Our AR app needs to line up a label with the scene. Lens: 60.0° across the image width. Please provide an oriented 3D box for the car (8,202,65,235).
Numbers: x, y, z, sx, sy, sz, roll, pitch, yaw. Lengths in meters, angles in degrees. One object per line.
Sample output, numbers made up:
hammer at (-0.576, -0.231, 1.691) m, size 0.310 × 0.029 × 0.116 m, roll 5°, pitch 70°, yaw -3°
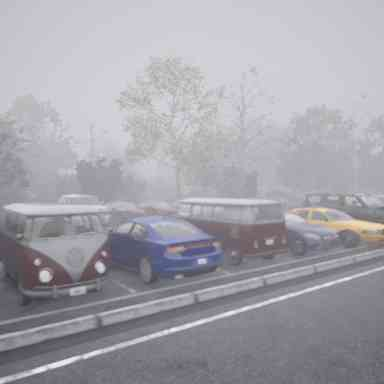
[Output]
car at (-9.415, 1.471, 19.928) m, size 2.231 × 1.521 × 4.892 m, roll -1°, pitch 0°, yaw -36°

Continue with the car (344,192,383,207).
car at (22.175, 0.863, 42.546) m, size 2.185 × 1.767 × 4.553 m, roll -1°, pitch 0°, yaw -36°

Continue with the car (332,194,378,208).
car at (19.939, 1.062, 40.906) m, size 2.002 × 1.452 × 4.674 m, roll -1°, pitch 0°, yaw -36°

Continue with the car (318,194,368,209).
car at (17.682, 1.056, 39.290) m, size 2.097 × 1.535 × 5.008 m, roll -1°, pitch 0°, yaw -36°

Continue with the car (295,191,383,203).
car at (7.939, 1.068, 16.225) m, size 2.435 × 2.045 × 5.566 m, roll -1°, pitch 0°, yaw -36°

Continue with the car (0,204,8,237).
car at (-11.676, 1.502, 18.314) m, size 2.097 × 1.535 × 5.008 m, roll -1°, pitch 0°, yaw -36°

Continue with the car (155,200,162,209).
car at (-2.648, 1.366, 24.777) m, size 2.097 × 1.535 × 5.008 m, roll -1°, pitch 1°, yaw -36°

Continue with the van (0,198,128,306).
van at (-3.416, 1.267, 8.003) m, size 1.878 × 1.987 × 4.442 m, roll -1°, pitch 1°, yaw -36°

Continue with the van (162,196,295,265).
van at (1.013, 1.198, 11.454) m, size 1.878 × 1.987 × 4.442 m, roll -1°, pitch 0°, yaw -36°

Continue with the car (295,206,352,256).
car at (3.362, 1.429, 12.993) m, size 2.002 × 1.452 × 4.674 m, roll -1°, pitch 1°, yaw -36°

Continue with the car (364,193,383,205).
car at (26.715, 0.923, 45.743) m, size 2.231 × 1.521 × 4.892 m, roll -1°, pitch 0°, yaw -36°

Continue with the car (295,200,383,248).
car at (5.752, 1.351, 14.469) m, size 1.946 × 1.575 × 5.366 m, roll -1°, pitch 1°, yaw -36°

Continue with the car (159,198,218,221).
car at (-0.390, 1.333, 26.392) m, size 2.231 × 1.521 × 4.892 m, roll -1°, pitch 1°, yaw -36°

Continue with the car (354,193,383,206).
car at (24.450, 0.955, 44.140) m, size 2.097 × 1.535 × 5.008 m, roll -1°, pitch 0°, yaw -36°

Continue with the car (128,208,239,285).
car at (-1.195, 1.459, 9.727) m, size 2.097 × 1.535 × 5.008 m, roll -1°, pitch 1°, yaw -36°

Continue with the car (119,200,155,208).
car at (-4.906, 1.401, 23.163) m, size 2.097 × 1.535 × 5.008 m, roll -1°, pitch 1°, yaw -36°

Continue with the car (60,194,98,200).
car at (-7.147, 1.184, 21.520) m, size 2.435 × 2.045 × 5.566 m, roll -1°, pitch 1°, yaw -36°

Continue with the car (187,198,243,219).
car at (1.855, 1.327, 28.024) m, size 2.163 × 1.488 × 4.792 m, roll -1°, pitch 1°, yaw -36°

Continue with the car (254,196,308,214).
car at (8.663, 1.223, 32.817) m, size 2.163 × 1.488 × 4.792 m, roll -1°, pitch 1°, yaw -36°

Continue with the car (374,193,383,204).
car at (28.952, 0.919, 47.385) m, size 2.163 × 1.488 × 4.792 m, roll -1°, pitch 0°, yaw -36°

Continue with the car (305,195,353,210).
car at (15.421, 1.130, 37.678) m, size 2.002 × 1.452 × 4.674 m, roll -1°, pitch 1°, yaw -36°

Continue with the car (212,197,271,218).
car at (4.237, 1.259, 29.462) m, size 1.946 × 1.575 × 5.366 m, roll -1°, pitch 1°, yaw -36°

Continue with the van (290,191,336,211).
van at (13.092, 0.899, 36.160) m, size 1.878 × 1.987 × 4.442 m, roll -1°, pitch 1°, yaw -36°
